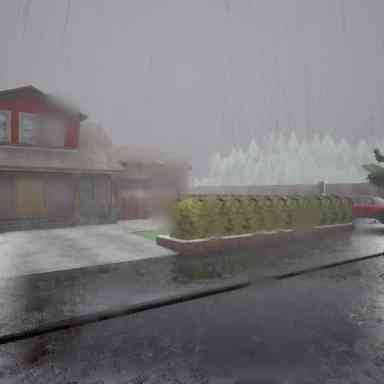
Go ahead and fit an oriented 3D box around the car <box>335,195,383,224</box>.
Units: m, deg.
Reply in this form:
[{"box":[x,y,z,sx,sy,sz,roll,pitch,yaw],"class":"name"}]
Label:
[{"box":[13.194,1.221,25.086,2.150,2.045,5.566,0,0,-36],"class":"car"}]
